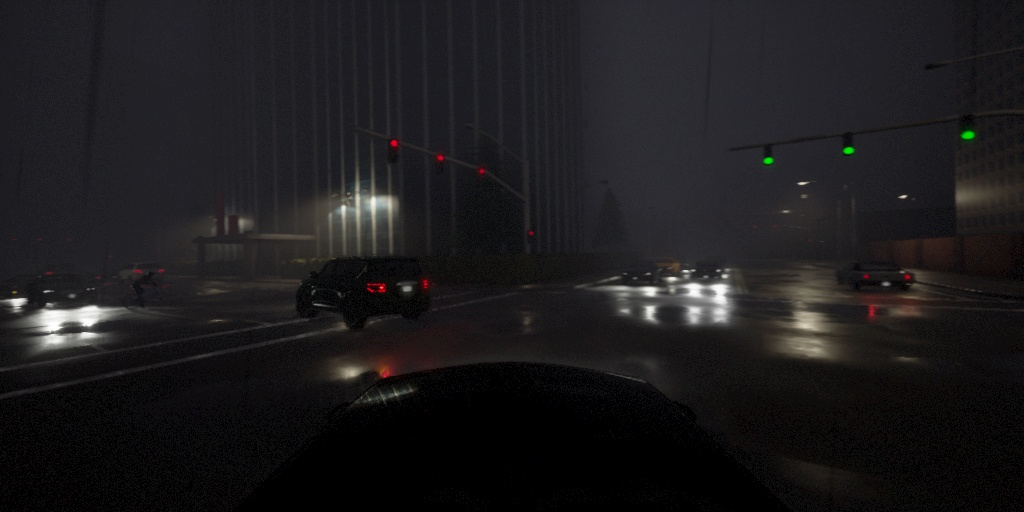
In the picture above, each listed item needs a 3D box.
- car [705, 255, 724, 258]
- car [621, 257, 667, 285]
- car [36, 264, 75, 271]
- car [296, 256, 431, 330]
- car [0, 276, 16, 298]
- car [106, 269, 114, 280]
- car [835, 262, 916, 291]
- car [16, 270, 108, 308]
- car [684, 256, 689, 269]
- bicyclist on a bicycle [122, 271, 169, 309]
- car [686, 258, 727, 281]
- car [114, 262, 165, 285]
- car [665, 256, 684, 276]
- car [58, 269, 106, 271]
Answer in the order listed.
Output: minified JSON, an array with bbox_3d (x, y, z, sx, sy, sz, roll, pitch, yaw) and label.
[{"bbox_3d":[18.428,0.741,32.793,1.882,1.535,5.008,-1,0,32],"label":"car"},{"bbox_3d":[8.558,1.028,23.381,1.812,1.442,4.674,-1,0,32],"label":"car"},{"bbox_3d":[-46.191,1.861,36.390,5.566,2.045,2.150,-1,0,31],"label":"car"},{"bbox_3d":[-4.990,1.049,11.745,5.566,2.045,2.150,-1,-1,40],"label":"car"},{"bbox_3d":[-31.683,1.930,23.531,4.181,1.385,1.994,-1,0,31],"label":"car"},{"bbox_3d":[-44.179,2.113,39.307,4.674,1.442,1.812,-1,0,31],"label":"car"},{"bbox_3d":[17.603,0.926,17.674,1.895,1.301,4.718,-1,0,31],"label":"car"},{"bbox_3d":[-23.139,1.689,18.403,4.902,1.511,2.128,-1,0,31],"label":"car"},{"bbox_3d":[18.799,0.738,40.069,1.837,1.490,4.892,-1,0,31],"label":"car"},{"bbox_3d":[-16.418,1.513,16.103,0.582,1.620,1.656,-1,0,18],"label":"bicyclist on a bicycle"},{"bbox_3d":[13.520,0.993,24.794,1.895,1.301,4.718,-1,0,31],"label":"car"},{"bbox_3d":[-35.033,1.628,33.894,5.566,2.045,2.150,-1,0,31],"label":"car"},{"bbox_3d":[13.425,0.852,31.346,1.882,1.535,5.008,-1,0,32],"label":"car"},{"bbox_3d":[-37.629,2.034,31.323,4.181,1.385,1.994,-1,0,34],"label":"car"}]
